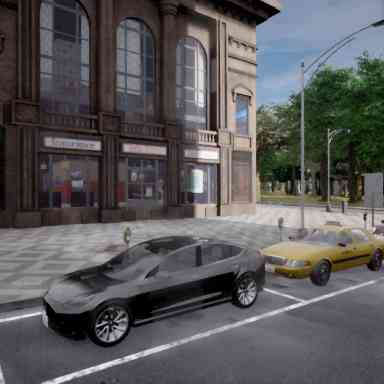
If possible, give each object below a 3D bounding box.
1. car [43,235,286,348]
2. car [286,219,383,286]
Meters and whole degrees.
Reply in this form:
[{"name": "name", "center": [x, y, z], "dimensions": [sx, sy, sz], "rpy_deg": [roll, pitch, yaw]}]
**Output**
[{"name": "car", "center": [-0.459, 1.566, 6.324], "dimensions": [4.313, 1.339, 1.947], "rpy_deg": [0, 0, -36]}, {"name": "car", "center": [3.829, 1.526, 9.384], "dimensions": [4.829, 1.417, 1.752], "rpy_deg": [0, 0, -36]}]
